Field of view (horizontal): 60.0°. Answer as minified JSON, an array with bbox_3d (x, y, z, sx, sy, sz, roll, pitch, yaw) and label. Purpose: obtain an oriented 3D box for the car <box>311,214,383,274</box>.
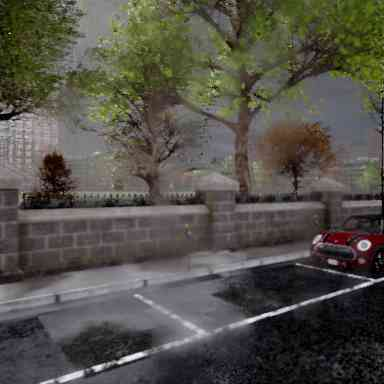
[{"bbox_3d":[5.592,1.451,10.536,4.097,1.590,1.967,0,0,-35],"label":"car"}]
